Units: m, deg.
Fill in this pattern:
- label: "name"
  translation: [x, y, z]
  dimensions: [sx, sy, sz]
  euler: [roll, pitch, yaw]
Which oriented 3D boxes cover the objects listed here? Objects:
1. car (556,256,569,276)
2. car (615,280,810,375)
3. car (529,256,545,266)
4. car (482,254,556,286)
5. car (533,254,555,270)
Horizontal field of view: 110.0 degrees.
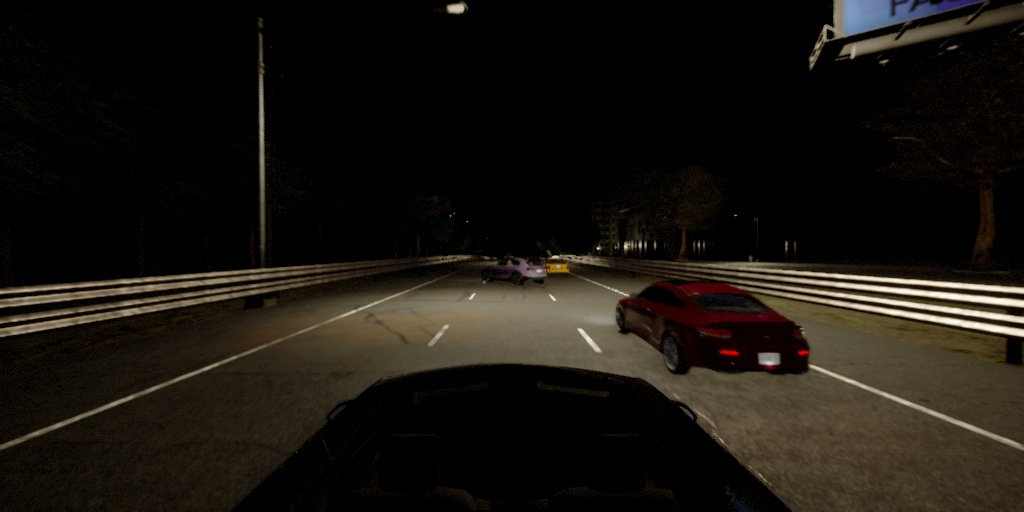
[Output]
- label: "car"
  translation: [3.488, 0.792, 29.366]
  dimensions: [1.801, 1.575, 5.366]
  euler: [0, 1, 0]
- label: "car"
  translation: [3.498, 1.199, 7.178]
  dimensions: [1.812, 1.442, 4.674]
  euler: [0, 1, 0]
- label: "car"
  translation: [3.490, 0.657, 51.203]
  dimensions: [1.895, 1.301, 4.718]
  euler: [0, 0, 0]
- label: "car"
  translation: [0.094, 0.876, 22.226]
  dimensions: [2.033, 1.649, 4.856]
  euler: [-1, 2, -41]
- label: "car"
  translation: [3.484, 0.608, 40.171]
  dimensions: [2.033, 1.649, 4.856]
  euler: [0, 1, 0]
